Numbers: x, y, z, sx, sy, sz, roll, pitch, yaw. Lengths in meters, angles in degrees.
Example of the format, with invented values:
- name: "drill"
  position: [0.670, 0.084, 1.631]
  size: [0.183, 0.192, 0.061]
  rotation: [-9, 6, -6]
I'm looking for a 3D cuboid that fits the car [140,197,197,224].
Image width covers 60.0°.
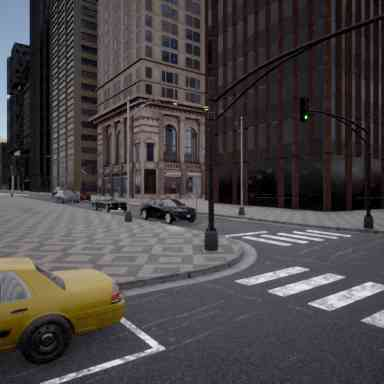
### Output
- name: "car"
  position: [-1.661, 1.128, 21.996]
  size: [1.882, 1.535, 5.008]
  rotation: [0, 1, -36]

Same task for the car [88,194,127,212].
- name: "car"
  position: [-7.451, 1.059, 30.084]
  size: [1.895, 1.301, 4.718]
  rotation: [0, 1, -36]

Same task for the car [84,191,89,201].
- name: "car"
  position: [-16.019, 0.575, 47.460]
  size: [1.882, 1.535, 5.008]
  rotation: [0, 1, -35]

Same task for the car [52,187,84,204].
- name: "car"
  position: [-15.469, 0.550, 41.323]
  size: [2.097, 1.767, 4.553]
  rotation: [0, 1, -35]

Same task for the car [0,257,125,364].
- name: "car"
  position: [-3.317, 1.525, 4.283]
  size: [4.829, 1.417, 1.752]
  rotation: [0, 0, -35]
